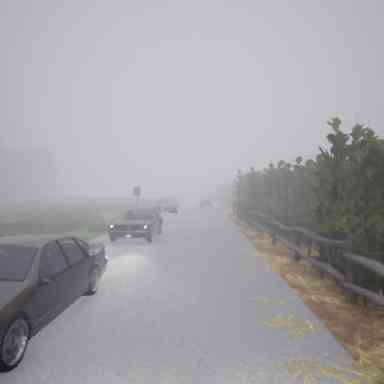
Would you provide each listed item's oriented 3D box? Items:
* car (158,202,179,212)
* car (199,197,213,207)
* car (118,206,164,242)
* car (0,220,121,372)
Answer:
[{"bbox_3d":[-2.065,1.083,26.256,1.994,1.385,4.181,1,0,2],"label":"car"},{"bbox_3d":[2.046,1.453,48.363,2.033,1.411,5.357,1,0,2],"label":"car"},{"bbox_3d":[-2.572,1.536,16.137,1.895,1.301,4.718,1,0,3],"label":"car"},{"bbox_3d":[-3.012,1.503,5.856,2.033,1.411,5.357,1,0,2],"label":"car"}]
